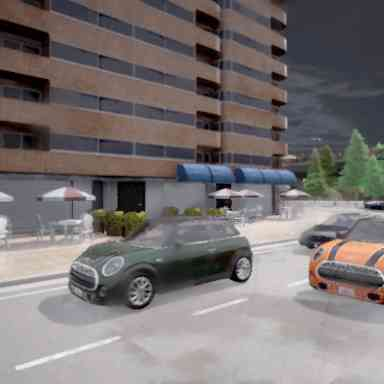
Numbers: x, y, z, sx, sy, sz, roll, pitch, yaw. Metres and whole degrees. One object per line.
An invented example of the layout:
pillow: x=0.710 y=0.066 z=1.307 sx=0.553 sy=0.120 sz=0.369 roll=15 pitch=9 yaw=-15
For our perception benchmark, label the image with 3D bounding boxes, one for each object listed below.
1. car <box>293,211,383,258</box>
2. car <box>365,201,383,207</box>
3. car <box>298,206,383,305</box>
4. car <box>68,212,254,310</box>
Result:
car: x=6.755 y=1.634 z=14.183 sx=5.357 sy=1.411 sz=2.033 roll=0 pitch=-1 yaw=-40
car: x=24.281 y=1.823 z=42.256 sx=1.895 sy=1.301 sz=4.718 roll=0 pitch=-1 yaw=-13
car: x=4.797 y=1.397 z=8.111 sx=4.553 sy=1.767 sz=2.097 roll=0 pitch=-1 yaw=-40
car: x=-0.577 y=1.431 z=8.182 sx=4.553 sy=1.767 sz=2.097 roll=0 pitch=-1 yaw=-40
